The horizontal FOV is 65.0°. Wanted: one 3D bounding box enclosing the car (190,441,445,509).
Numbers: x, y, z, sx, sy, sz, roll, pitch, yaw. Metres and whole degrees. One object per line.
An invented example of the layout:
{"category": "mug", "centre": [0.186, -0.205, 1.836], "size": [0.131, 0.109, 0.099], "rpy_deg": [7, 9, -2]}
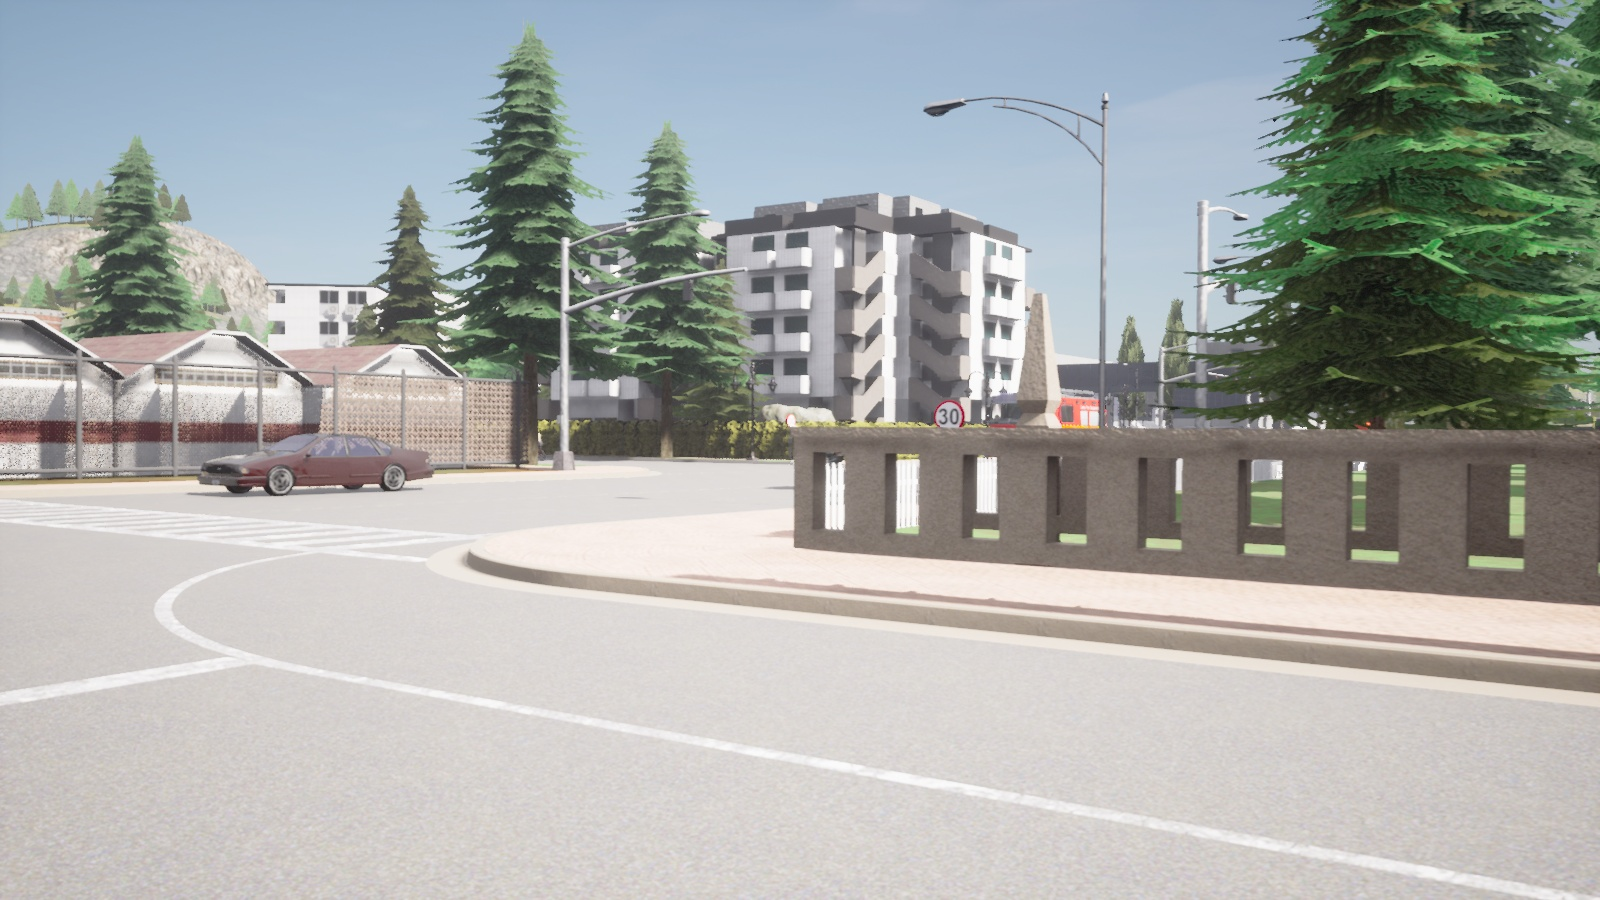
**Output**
{"category": "car", "centre": [-11.234, 0.514, 29.656], "size": [2.033, 1.411, 5.357], "rpy_deg": [0, 1, 35]}

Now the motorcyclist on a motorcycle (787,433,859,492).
{"category": "motorcyclist on a motorcycle", "centre": [0.640, 0.322, 34.298], "size": [0.866, 1.530, 2.191], "rpy_deg": [0, 1, 35]}

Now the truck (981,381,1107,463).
{"category": "truck", "centre": [12.357, -1.367, 62.918], "size": [2.891, 3.827, 8.468], "rpy_deg": [0, 1, 35]}
